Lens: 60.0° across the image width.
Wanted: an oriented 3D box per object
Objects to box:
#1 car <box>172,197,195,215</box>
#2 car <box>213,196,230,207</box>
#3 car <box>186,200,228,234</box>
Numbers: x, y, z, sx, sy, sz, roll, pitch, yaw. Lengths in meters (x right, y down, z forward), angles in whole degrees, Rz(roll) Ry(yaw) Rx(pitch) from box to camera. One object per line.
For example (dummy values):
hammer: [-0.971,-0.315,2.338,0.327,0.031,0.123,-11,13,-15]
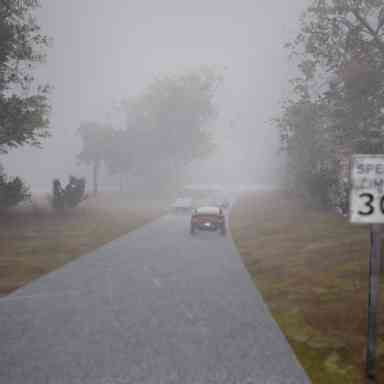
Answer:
car: [-0.681,1.274,31.896,1.882,1.535,5.008,1,1,8]
car: [3.474,1.136,39.979,1.994,1.385,4.181,1,2,9]
car: [0.979,1.488,19.535,1.882,1.535,5.008,0,0,4]
